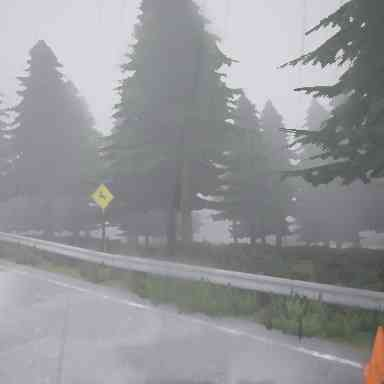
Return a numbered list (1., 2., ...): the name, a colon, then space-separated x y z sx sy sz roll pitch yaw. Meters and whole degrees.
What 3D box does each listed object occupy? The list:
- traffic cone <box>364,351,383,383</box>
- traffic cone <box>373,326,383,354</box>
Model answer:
1. traffic cone: 1.786 1.956 3.267 0.340 0.580 0.340 0 0 33
2. traffic cone: 2.329 1.956 4.104 0.340 0.580 0.340 0 0 34
